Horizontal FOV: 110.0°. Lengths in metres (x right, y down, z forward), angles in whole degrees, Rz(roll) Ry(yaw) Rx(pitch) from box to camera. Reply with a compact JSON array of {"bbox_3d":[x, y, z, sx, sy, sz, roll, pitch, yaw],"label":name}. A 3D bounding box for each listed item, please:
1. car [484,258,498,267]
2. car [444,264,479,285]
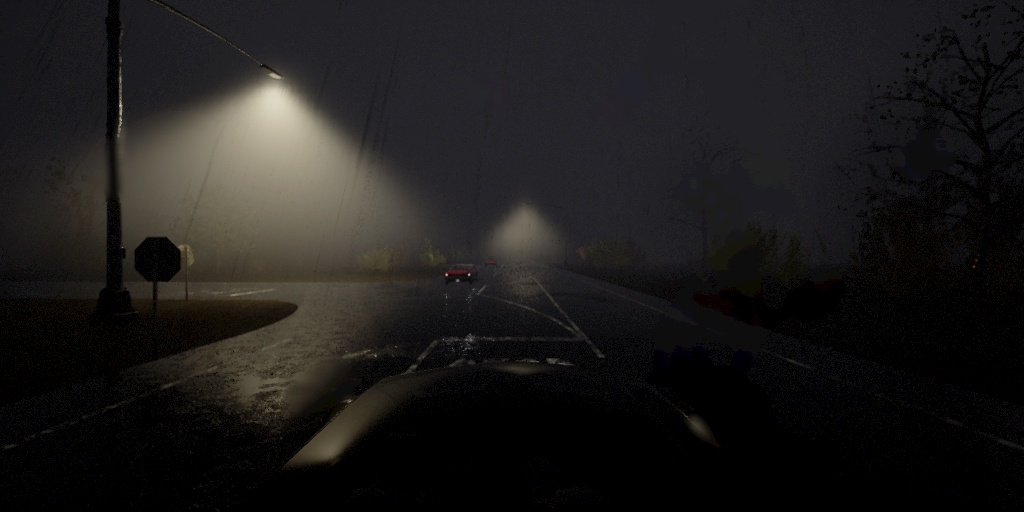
[{"bbox_3d":[-3.408,0.971,58.234,1.812,1.442,4.674,0,0,0],"label":"car"},{"bbox_3d":[-3.420,1.241,24.874,1.895,1.301,4.718,0,0,0],"label":"car"}]
